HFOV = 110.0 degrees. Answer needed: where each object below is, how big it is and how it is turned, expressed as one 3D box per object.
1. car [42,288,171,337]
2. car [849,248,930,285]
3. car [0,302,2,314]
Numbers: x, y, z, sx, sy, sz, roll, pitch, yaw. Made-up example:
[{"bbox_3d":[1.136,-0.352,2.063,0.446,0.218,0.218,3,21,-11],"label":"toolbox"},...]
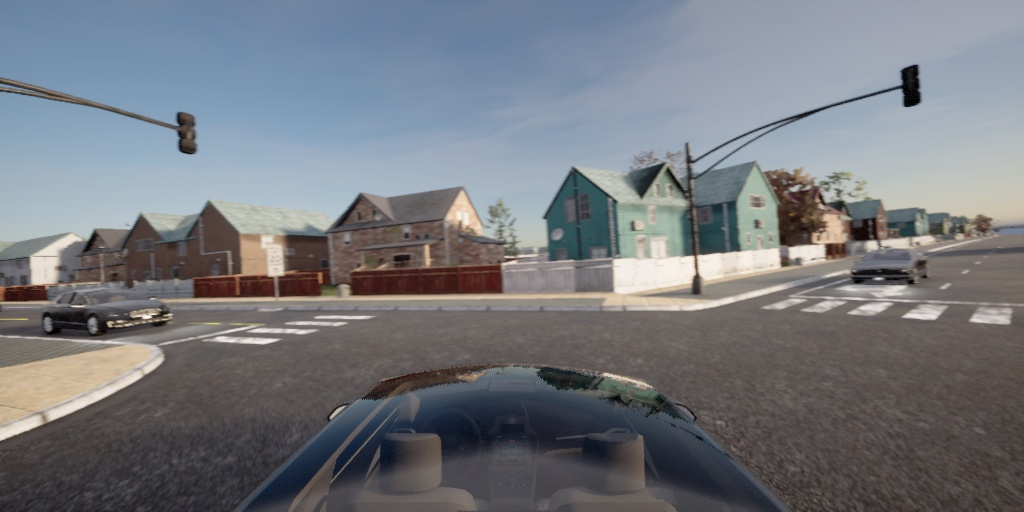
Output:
[{"bbox_3d":[-14.573,1.918,12.883,4.892,1.490,1.837,-3,0,20],"label":"car"},{"bbox_3d":[16.544,0.384,15.621,5.357,1.411,2.033,-3,-1,-35],"label":"car"},{"bbox_3d":[-28.171,2.362,17.784,5.566,2.045,2.150,-3,0,20],"label":"car"}]
